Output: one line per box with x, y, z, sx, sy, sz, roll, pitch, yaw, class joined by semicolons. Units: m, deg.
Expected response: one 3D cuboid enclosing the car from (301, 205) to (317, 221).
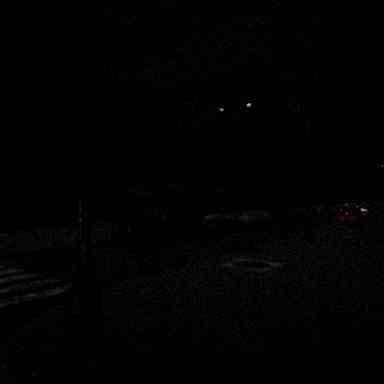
10.937;2.152;33.948;1.947;1.339;4.313;-2;-2;35;car

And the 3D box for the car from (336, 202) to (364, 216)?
19.899;2.324;41.777;1.895;1.301;4.718;-1;-1;35;car

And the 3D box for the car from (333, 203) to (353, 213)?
23.490;2.432;51.539;2.008;1.369;4.403;-1;-2;35;car

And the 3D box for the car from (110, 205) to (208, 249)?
-1.618;1.604;16.364;2.192;1.841;5.009;-2;-2;35;car

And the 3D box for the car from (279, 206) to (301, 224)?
7.799;2.078;29.551;1.947;1.339;4.313;-2;-2;35;car

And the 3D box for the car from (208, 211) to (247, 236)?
1.523;1.945;20.755;1.802;1.307;4.206;-2;-2;35;car

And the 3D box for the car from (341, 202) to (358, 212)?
26.529;2.477;55.799;1.752;1.417;4.829;-1;-2;35;car

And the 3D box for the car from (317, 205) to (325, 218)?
14.075;2.211;38.347;2.008;1.369;4.403;-2;-2;35;car

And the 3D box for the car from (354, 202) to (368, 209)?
32.905;2.682;64.732;1.802;1.307;4.206;-1;-2;35;car

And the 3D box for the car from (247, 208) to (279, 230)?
4.562;1.961;25.016;1.752;1.417;4.829;-2;-2;35;car

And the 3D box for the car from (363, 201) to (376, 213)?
25.718;2.351;49.936;2.128;1.511;4.902;-1;-1;36;car

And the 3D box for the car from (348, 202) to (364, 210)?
29.767;2.593;60.334;1.947;1.339;4.313;-1;-2;35;car

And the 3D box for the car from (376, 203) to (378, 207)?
42.319;2.888;77.924;1.947;1.339;4.313;-2;-2;35;car

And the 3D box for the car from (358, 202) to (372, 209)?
36.043;2.739;69.129;1.947;1.339;4.313;-1;-2;35;car
